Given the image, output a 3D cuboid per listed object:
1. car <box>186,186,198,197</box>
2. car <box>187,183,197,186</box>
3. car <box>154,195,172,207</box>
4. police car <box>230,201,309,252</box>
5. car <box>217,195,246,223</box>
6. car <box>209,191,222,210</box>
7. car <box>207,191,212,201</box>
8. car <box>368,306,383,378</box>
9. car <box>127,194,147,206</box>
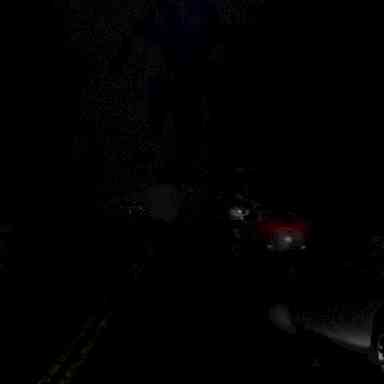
[{"bbox_3d":[-0.052,0.134,57.016,1.812,1.442,4.674,0,3,0],"label":"car"},{"bbox_3d":[-0.071,-1.123,77.719,2.150,2.045,5.566,0,2,0],"label":"car"},{"bbox_3d":[-3.381,1.004,39.684,1.895,1.301,4.718,0,2,0],"label":"car"},{"bbox_3d":[3.137,1.418,13.968,1.930,1.638,5.238,0,0,-4],"label":"police car"},{"bbox_3d":[3.228,1.305,24.535,2.033,1.649,4.856,0,1,0],"label":"car"},{"bbox_3d":[3.218,1.045,35.520,1.882,1.535,5.008,0,2,0],"label":"car"},{"bbox_3d":[3.208,0.597,46.509,1.837,1.490,4.892,0,3,0],"label":"car"},{"bbox_3d":[3.248,1.563,2.551,1.994,1.385,4.181,0,0,0],"label":"car"},{"bbox_3d":[-6.629,0.928,40.574,1.994,1.385,4.181,0,3,0],"label":"car"}]
